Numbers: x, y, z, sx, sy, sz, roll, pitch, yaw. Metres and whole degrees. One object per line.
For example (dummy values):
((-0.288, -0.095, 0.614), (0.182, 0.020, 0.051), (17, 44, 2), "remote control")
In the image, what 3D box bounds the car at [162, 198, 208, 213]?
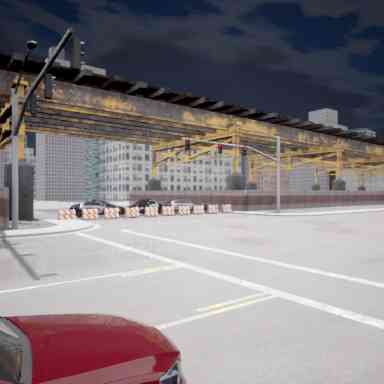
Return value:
((-0.804, 1.453, 36.824), (4.974, 1.542, 2.038), (0, 0, -7), "car")

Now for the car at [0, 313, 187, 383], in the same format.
((-2.195, 1.526, 2.201), (4.674, 1.442, 1.812), (0, 0, -35), "car")

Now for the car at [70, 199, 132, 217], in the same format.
((-8.440, 1.453, 30.356), (4.974, 1.542, 2.038), (0, 0, 8), "car")

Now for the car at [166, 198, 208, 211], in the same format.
((-0.855, 1.295, 36.817), (4.536, 1.218, 1.853), (0, 0, -7), "car")

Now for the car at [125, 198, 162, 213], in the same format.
((-4.687, 1.295, 33.102), (1.853, 1.218, 4.536), (0, 0, 18), "car")

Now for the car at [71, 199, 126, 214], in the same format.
((-8.491, 1.295, 30.363), (4.536, 1.218, 1.853), (0, 0, 8), "car")

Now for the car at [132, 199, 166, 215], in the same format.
((-4.703, 1.453, 33.052), (2.038, 1.542, 4.974), (0, 0, 18), "car")
